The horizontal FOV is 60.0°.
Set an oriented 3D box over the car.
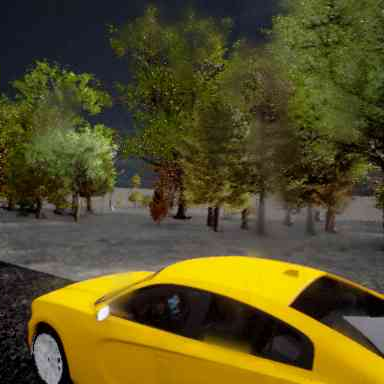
[{"bbox_3d":[0.237,1.462,3.522,5.008,1.535,1.882,1,1,35],"label":"car"}]
